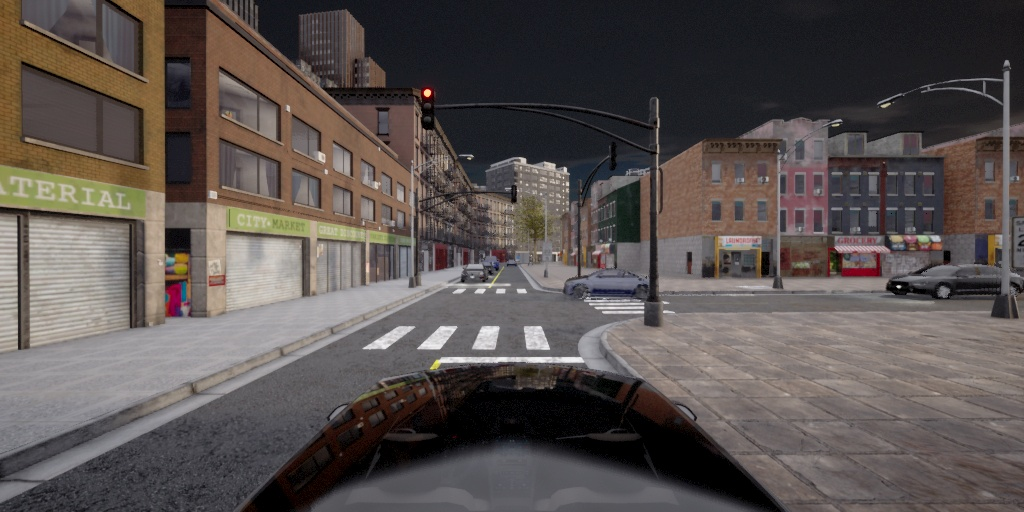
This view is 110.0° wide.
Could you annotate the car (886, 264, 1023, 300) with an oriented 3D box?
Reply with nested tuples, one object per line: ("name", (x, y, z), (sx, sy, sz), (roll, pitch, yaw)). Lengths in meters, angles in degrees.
("car", (19.950, 1.135, 16.256), (4.892, 1.490, 1.837), (0, 0, 0))

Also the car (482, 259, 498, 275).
("car", (-2.943, 1.308, 39.105), (2.033, 1.411, 5.357), (0, 0, 0))

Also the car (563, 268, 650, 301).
("car", (4.545, 1.277, 16.896), (4.181, 1.385, 1.994), (0, 0, 12))

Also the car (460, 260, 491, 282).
("car", (-2.908, 1.279, 28.673), (1.812, 1.442, 4.674), (0, 0, 0))

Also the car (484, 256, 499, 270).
("car", (-2.948, 0.993, 49.726), (2.150, 2.045, 5.566), (0, 0, 1))
